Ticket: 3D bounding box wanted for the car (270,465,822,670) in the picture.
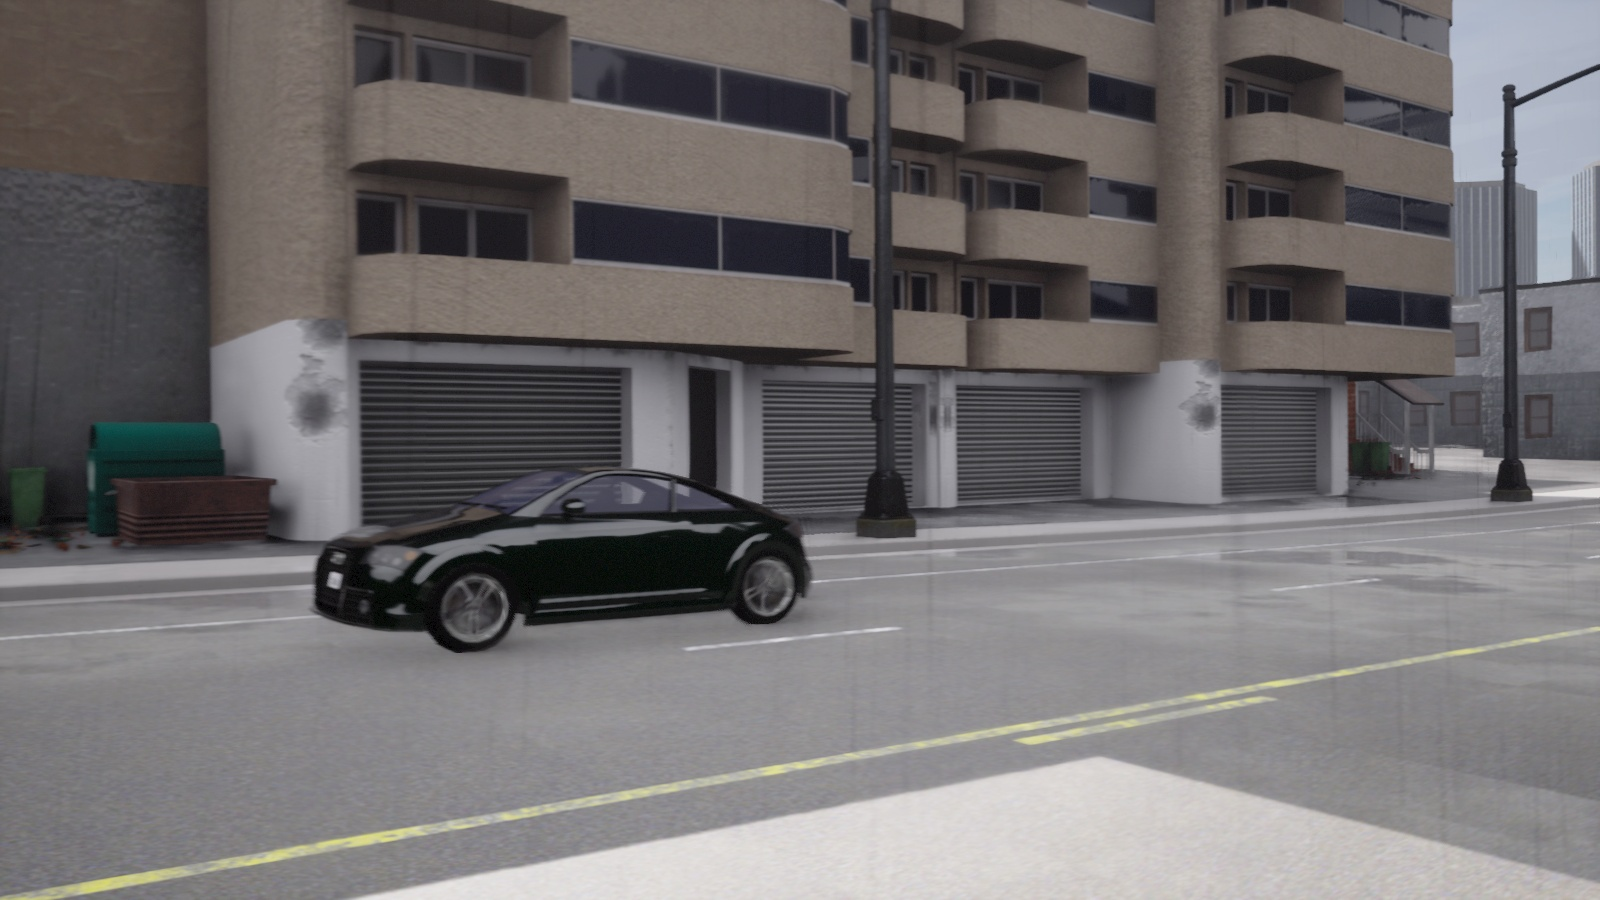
[{"bbox_3d":[-2.089,0.839,10.733,4.181,1.385,1.994,0,0,-35],"label":"car"}]
